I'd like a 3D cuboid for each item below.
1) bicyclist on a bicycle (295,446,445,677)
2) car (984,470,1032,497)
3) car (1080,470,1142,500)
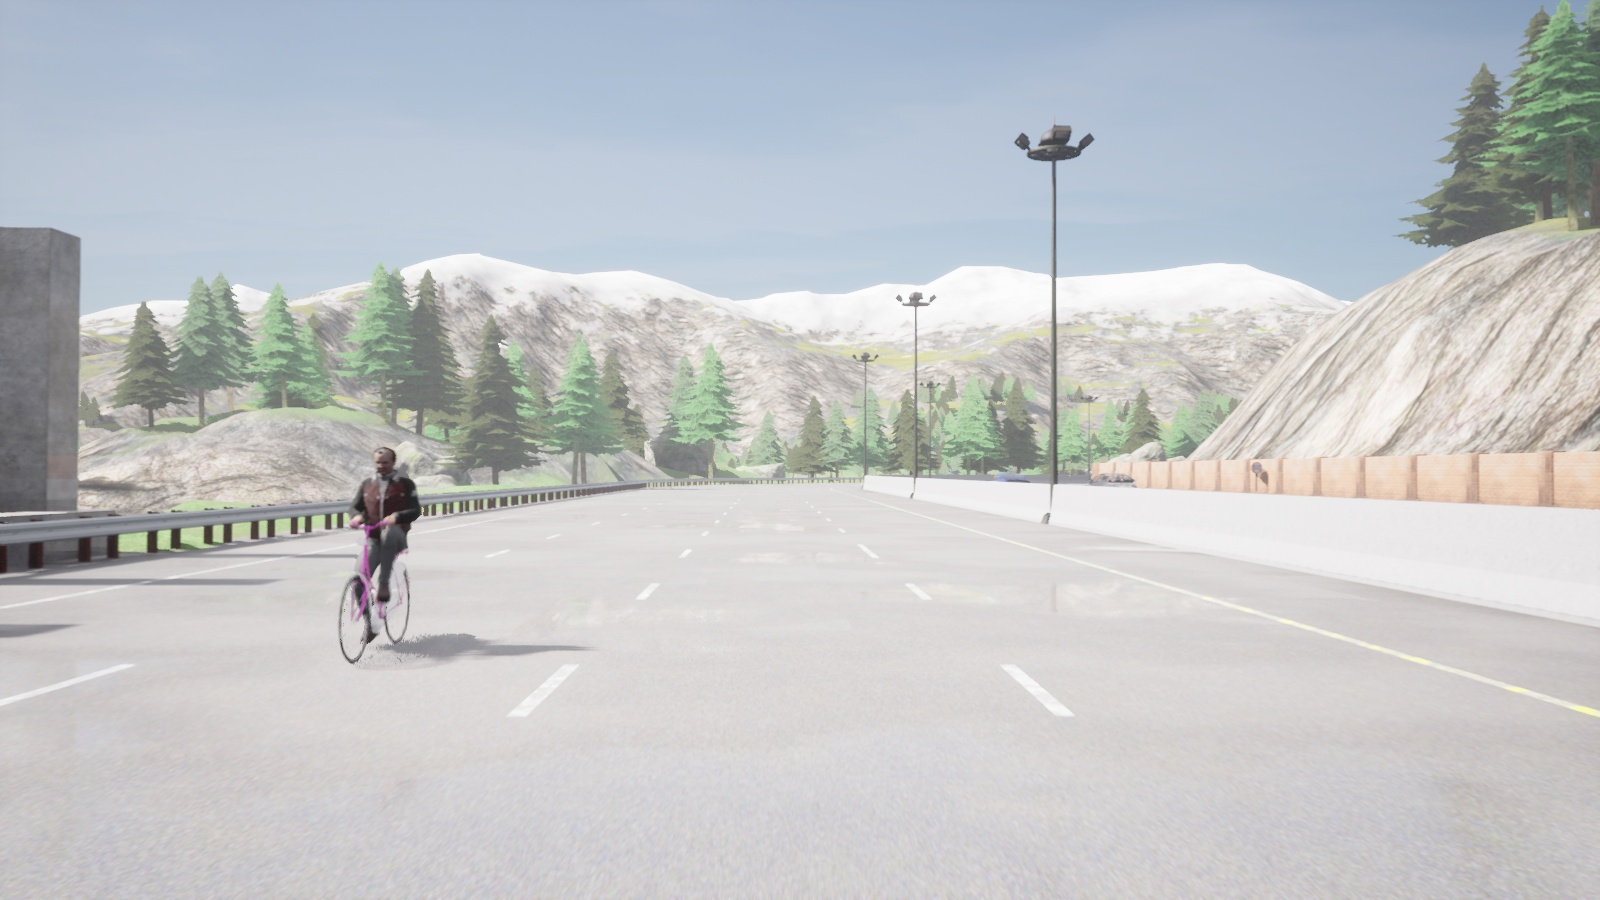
[{"bbox_3d":[-3.583,0.877,10.622,0.659,1.776,1.843,0,-1,-1],"label":"bicyclist on a bicycle"},{"bbox_3d":[12.308,1.990,74.498,1.882,1.535,5.008,0,-1,-1],"label":"car"},{"bbox_3d":[16.051,1.786,65.088,2.007,1.525,4.514,0,-1,-1],"label":"car"}]
